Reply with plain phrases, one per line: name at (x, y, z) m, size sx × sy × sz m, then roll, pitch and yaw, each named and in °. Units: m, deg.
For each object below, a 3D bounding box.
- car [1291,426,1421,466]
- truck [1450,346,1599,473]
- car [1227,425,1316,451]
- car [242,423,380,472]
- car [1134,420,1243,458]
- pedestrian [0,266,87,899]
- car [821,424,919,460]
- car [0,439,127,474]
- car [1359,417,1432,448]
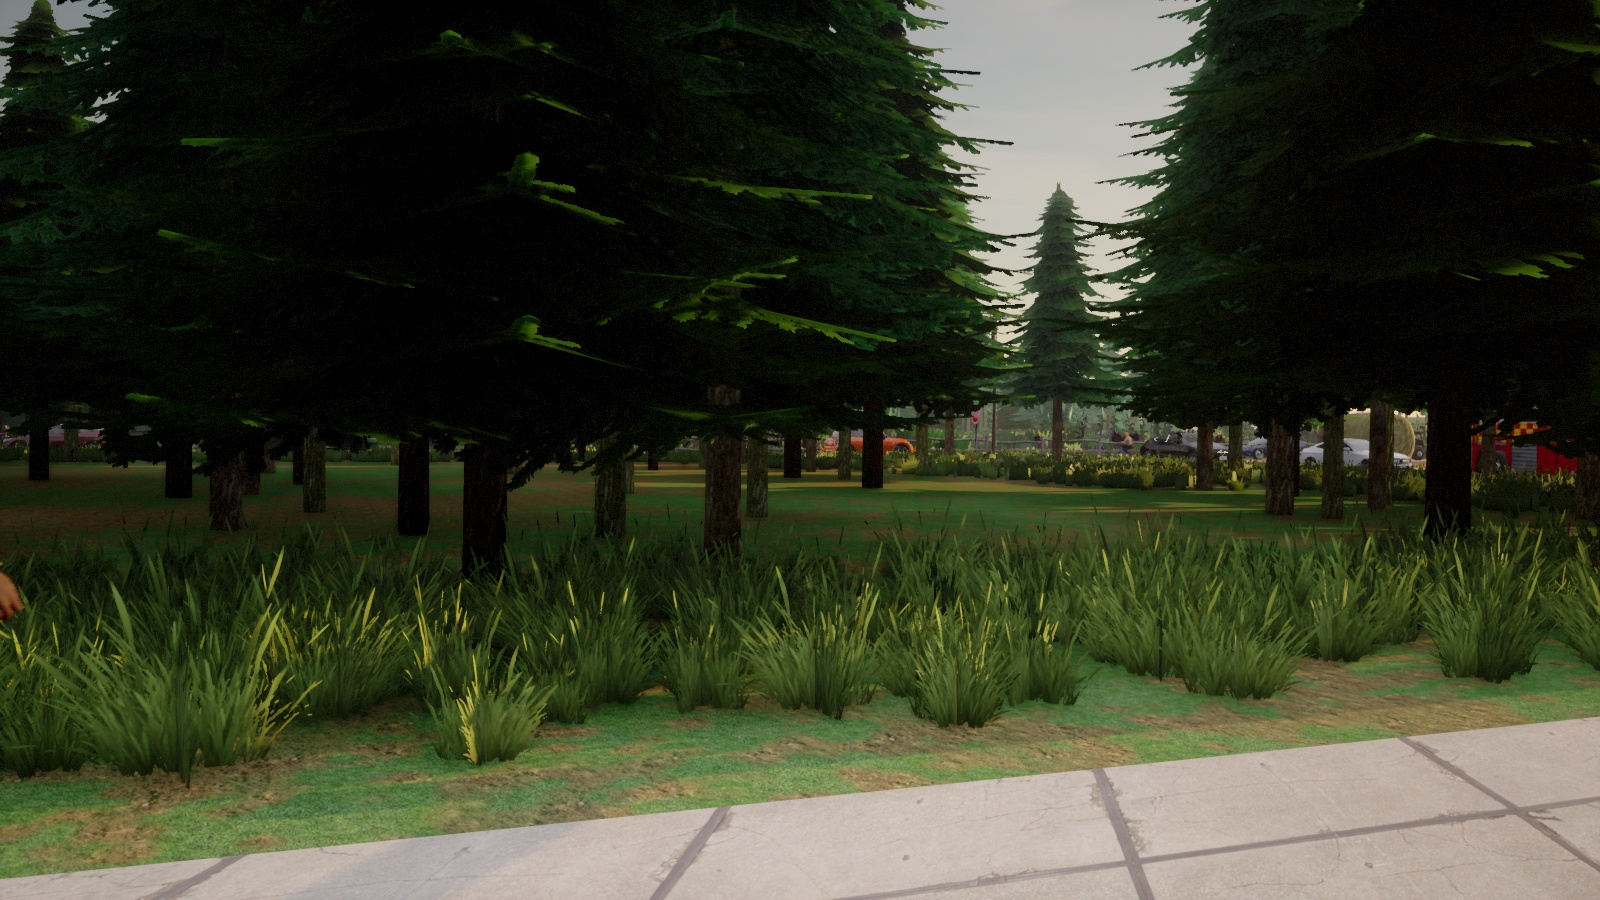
car at (21.358, -0.169, 48.465) m, size 1.812 × 1.442 × 4.674 m, roll -1°, pitch 1°, yaw -21°
truck at (24.896, -1.245, 39.123) m, size 2.891 × 3.827 × 8.468 m, roll -1°, pitch 1°, yaw -21°
car at (28.677, -0.763, 76.392) m, size 4.792 × 1.488 × 2.163 m, roll -1°, pitch 1°, yaw -18°
car at (-21.617, -0.157, 55.759) m, size 5.566 × 2.045 × 2.150 m, roll -1°, pitch 1°, yaw -20°
car at (17.767, -0.528, 57.734) m, size 2.152 × 1.651 × 5.027 m, roll -1°, pitch 1°, yaw -21°
pedestrian at (-2.401, 0.430, 3.427) m, size 0.709 × 1.840 × 0.431 m, roll -1°, pitch 1°, yaw -38°
car at (3.577, -0.440, 64.520) m, size 4.553 × 1.767 × 2.097 m, roll -1°, pitch 1°, yaw -18°
car at (-32.556, 0.271, 55.574) m, size 4.674 × 1.442 × 1.812 m, roll -1°, pitch 1°, yaw -20°
car at (37.596, -1.110, 79.296) m, size 3.866 × 1.878 × 1.905 m, roll -1°, pitch 1°, yaw -18°
